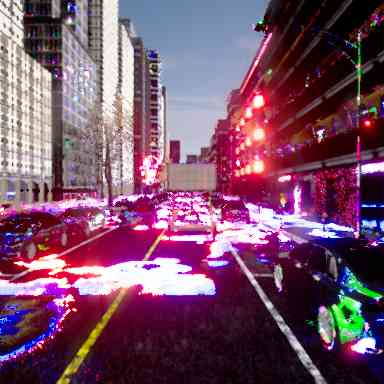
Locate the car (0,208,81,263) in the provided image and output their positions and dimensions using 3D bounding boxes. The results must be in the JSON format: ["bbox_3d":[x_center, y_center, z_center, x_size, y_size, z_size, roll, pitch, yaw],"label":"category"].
[{"bbox_3d":[-5.690,1.459,11.481,2.008,1.369,4.403,0,0,0],"label":"car"}]

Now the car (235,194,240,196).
[{"bbox_3d":[13.428,0.727,86.210,4.403,1.369,2.008,-1,1,-1],"label":"car"}]

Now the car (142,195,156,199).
[{"bbox_3d":[-5.690,1.284,39.144,1.802,1.307,4.206,0,0,0],"label":"car"}]

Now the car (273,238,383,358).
[{"bbox_3d":[2.690,1.503,5.949,2.008,1.369,4.403,0,0,0],"label":"car"}]

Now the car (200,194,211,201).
[{"bbox_3d":[2.691,1.061,66.806,2.008,1.369,4.403,0,0,0],"label":"car"}]

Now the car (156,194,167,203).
[{"bbox_3d":[-5.689,1.111,55.571,1.752,1.417,4.829,0,0,0],"label":"car"}]

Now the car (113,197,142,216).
[{"bbox_3d":[-5.690,1.309,27.908,1.752,1.417,4.829,0,0,0],"label":"car"}]

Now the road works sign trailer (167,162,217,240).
[{"bbox_3d":[0.000,0.336,16.206,2.380,3.560,2.880,0,0,0],"label":"road works sign trailer"}]

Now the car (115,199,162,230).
[{"bbox_3d":[-3.098,1.367,20.103,1.812,1.442,4.674,0,0,0],"label":"car"}]

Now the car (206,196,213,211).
[{"bbox_3d":[2.690,1.324,33.611,1.802,1.307,4.206,0,0,0],"label":"car"}]

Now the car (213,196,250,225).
[{"bbox_3d":[2.690,1.264,22.544,1.967,1.590,4.097,0,0,0],"label":"car"}]

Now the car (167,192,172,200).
[{"bbox_3d":[-5.689,1.054,66.806,1.887,1.381,4.507,0,0,0],"label":"car"}]

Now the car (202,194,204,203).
[{"bbox_3d":[2.690,1.104,44.675,1.967,1.590,4.097,0,0,0],"label":"car"}]

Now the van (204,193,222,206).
[{"bbox_3d":[2.690,1.044,39.141,1.690,1.788,3.998,0,0,0],"label":"van"}]

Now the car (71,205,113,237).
[{"bbox_3d":[-5.690,1.410,17.013,1.887,1.381,4.507,0,0,0],"label":"car"}]
